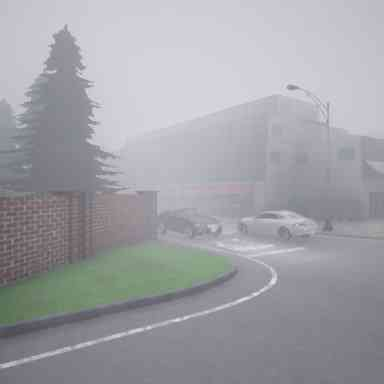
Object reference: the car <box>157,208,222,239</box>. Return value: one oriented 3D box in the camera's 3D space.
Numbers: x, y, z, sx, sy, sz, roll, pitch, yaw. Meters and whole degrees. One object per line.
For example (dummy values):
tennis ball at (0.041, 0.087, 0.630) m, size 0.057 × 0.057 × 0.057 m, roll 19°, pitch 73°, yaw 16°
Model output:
car at (-0.287, 1.667, 18.812) m, size 2.128 × 1.511 × 4.902 m, roll 0°, pitch 0°, yaw -35°

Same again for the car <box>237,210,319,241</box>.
car at (4.482, 1.702, 17.943) m, size 1.812 × 1.442 × 4.674 m, roll -1°, pitch 0°, yaw -37°
